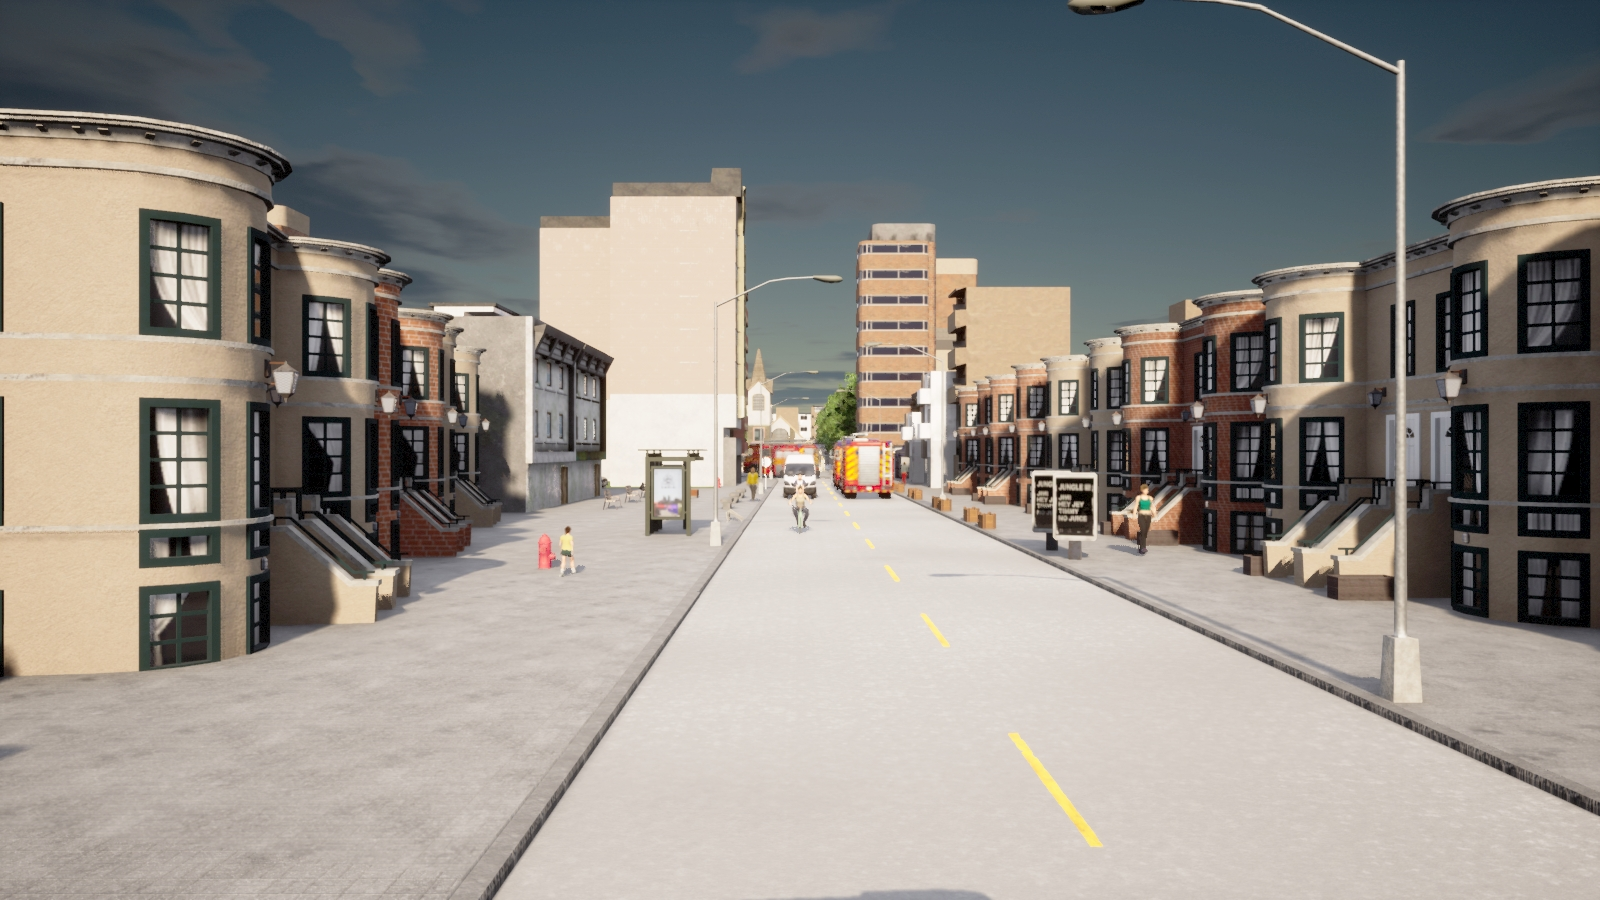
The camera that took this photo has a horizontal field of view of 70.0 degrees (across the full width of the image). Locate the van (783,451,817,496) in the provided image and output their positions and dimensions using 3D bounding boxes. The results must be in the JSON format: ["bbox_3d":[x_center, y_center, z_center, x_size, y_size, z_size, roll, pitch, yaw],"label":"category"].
[{"bbox_3d":[-0.005,1.341,68.330,1.988,2.561,5.915,0,0,0],"label":"van"}]

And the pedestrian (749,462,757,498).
[{"bbox_3d":[-2.410,1.546,59.020,0.375,1.860,0.375,0,0,-10],"label":"pedestrian"}]

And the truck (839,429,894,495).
[{"bbox_3d":[3.991,0.698,70.234,2.891,3.827,8.468,0,0,0],"label":"truck"}]

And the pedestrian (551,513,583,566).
[{"bbox_3d":[-4.999,1.915,24.534,0.500,1.100,0.500,0,0,14],"label":"pedestrian"}]

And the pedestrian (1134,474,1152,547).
[{"bbox_3d":[8.757,1.535,29.170,0.375,1.860,0.375,0,0,2],"label":"pedestrian"}]
